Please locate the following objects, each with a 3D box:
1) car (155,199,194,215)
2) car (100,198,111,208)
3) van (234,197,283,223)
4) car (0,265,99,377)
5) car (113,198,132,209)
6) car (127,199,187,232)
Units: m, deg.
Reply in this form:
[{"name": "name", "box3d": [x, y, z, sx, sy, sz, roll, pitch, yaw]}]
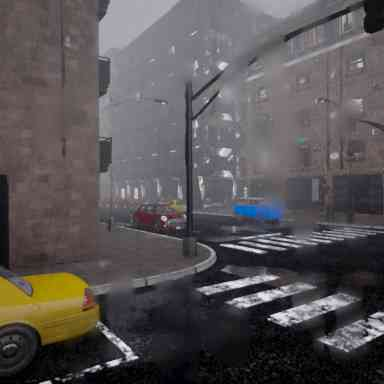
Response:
[{"name": "car", "box3d": [-1.885, 1.460, 34.182, 1.752, 1.417, 4.829, 0, 0, -36]}, {"name": "car", "box3d": [-11.762, 1.474, 47.789, 1.887, 1.381, 4.507, 0, 0, -36]}, {"name": "van", "box3d": [4.867, 1.291, 24.880, 1.690, 1.788, 3.998, 0, 0, -36]}, {"name": "car", "box3d": [-3.633, 1.525, 3.973, 4.829, 1.417, 1.752, 0, 0, -36]}, {"name": "car", "box3d": [-8.436, 1.474, 43.207, 1.887, 1.381, 4.507, 0, 0, -36]}, {"name": "car", "box3d": [-1.926, 1.446, 19.973, 1.967, 1.590, 4.097, 0, 0, -36]}]
